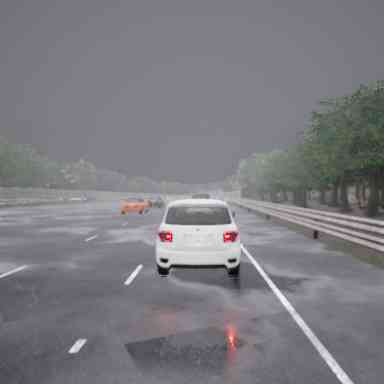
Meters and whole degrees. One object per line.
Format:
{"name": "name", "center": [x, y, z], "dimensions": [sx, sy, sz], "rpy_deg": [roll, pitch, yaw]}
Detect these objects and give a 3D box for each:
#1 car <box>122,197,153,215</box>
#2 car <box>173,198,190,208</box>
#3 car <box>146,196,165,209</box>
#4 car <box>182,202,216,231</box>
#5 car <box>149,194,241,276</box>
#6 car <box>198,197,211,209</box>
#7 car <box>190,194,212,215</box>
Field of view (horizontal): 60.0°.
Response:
{"name": "car", "center": [-5.864, 1.380, 35.009], "dimensions": [2.097, 1.767, 4.553], "rpy_deg": [0, 0, 3]}
{"name": "car", "center": [-1.505, 1.631, 50.011], "dimensions": [2.033, 1.411, 5.357], "rpy_deg": [0, -1, 4]}
{"name": "car", "center": [-5.153, 1.431, 47.567], "dimensions": [2.097, 1.767, 4.553], "rpy_deg": [0, 0, 3]}
{"name": "car", "center": [0.475, 1.452, 21.176], "dimensions": [1.882, 1.535, 5.008], "rpy_deg": [0, 0, 2]}
{"name": "car", "center": [0.211, 1.206, 10.417], "dimensions": [2.150, 2.045, 5.566], "rpy_deg": [0, 0, 1]}
{"name": "car", "center": [1.870, 1.557, 47.764], "dimensions": [1.837, 1.490, 4.892], "rpy_deg": [0, 0, 3]}
{"name": "car", "center": [1.021, 1.203, 34.437], "dimensions": [2.150, 2.045, 5.566], "rpy_deg": [0, 0, 3]}
